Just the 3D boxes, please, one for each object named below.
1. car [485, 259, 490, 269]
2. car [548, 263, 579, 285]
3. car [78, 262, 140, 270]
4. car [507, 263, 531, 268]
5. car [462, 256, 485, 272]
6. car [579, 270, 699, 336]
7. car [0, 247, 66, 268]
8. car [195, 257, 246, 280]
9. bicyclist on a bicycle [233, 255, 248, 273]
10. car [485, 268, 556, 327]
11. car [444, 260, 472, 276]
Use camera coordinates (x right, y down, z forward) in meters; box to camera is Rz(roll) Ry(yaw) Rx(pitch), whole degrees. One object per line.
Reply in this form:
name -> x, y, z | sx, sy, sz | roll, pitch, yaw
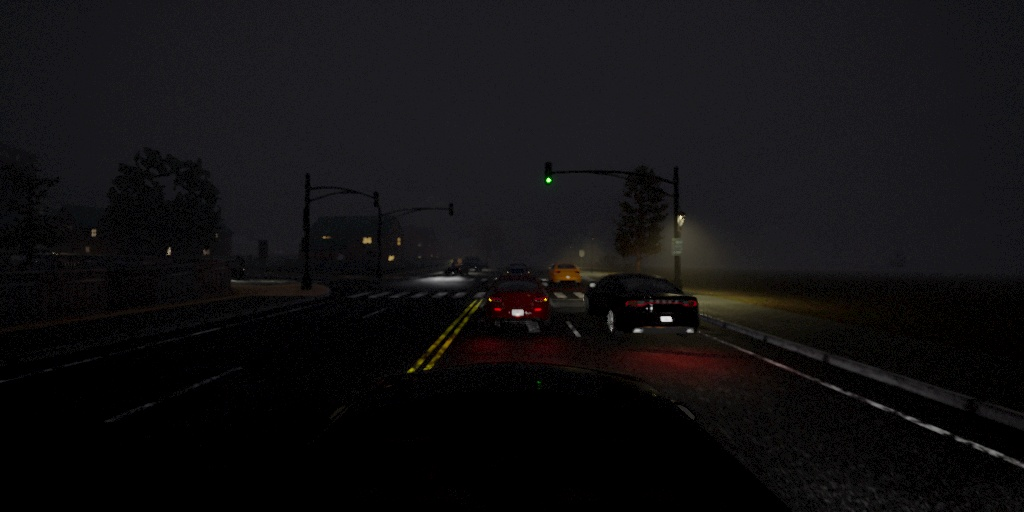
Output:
car -> -4.726, 1.278, 58.265 | 1.882, 1.535, 5.008 | 0, 0, 4
car -> 3.721, 1.230, 25.915 | 1.882, 1.535, 5.008 | 0, 0, 1
car -> -31.114, 0.831, 27.953 | 4.718, 1.301, 1.895 | 1, -1, 15
car -> 0.504, 1.280, 27.320 | 1.812, 1.442, 4.674 | 0, 0, 2
car -> -5.355, 1.003, 48.004 | 2.150, 2.045, 5.566 | 0, 0, 3
car -> 3.420, 1.226, 10.372 | 1.882, 1.535, 5.008 | 0, 0, 0
car -> -41.217, 0.281, 30.682 | 5.566, 2.045, 2.150 | 1, -1, 15
car -> -21.305, 0.872, 25.322 | 5.008, 1.535, 1.882 | 1, -1, 15
bicyclist on a bicycle -> -24.553, 0.733, 32.269 | 0.582, 1.620, 1.656 | 1, -1, 15
car -> 0.184, 1.274, 11.391 | 1.812, 1.442, 4.674 | 0, 0, 1
car -> -5.818, 1.370, 38.108 | 1.895, 1.301, 4.718 | 0, 0, 3
